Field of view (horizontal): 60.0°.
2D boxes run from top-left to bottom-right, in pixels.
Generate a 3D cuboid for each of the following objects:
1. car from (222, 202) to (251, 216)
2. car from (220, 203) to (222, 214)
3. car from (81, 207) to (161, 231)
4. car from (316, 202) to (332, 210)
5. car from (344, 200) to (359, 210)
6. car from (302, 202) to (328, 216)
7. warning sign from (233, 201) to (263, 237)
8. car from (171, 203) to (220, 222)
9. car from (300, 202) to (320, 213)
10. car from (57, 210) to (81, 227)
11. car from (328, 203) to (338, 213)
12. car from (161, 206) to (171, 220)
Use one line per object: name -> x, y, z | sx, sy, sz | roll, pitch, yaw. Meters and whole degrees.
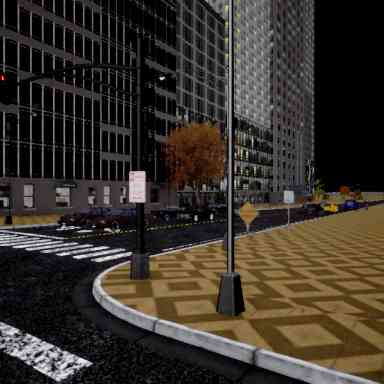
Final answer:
car -> 5.880, 2.036, 40.273 | 2.097, 1.767, 4.553 | 0, -1, 33
car -> 3.076, 2.170, 41.922 | 2.128, 1.511, 4.902 | 0, -1, 33
car -> -4.868, 1.877, 23.622 | 2.033, 1.411, 5.357 | 0, -1, 33
car -> 25.772, 2.731, 64.789 | 2.128, 1.511, 4.902 | 0, -1, 33
car -> 31.497, 2.539, 65.754 | 2.150, 2.045, 5.566 | 0, -1, 33
car -> 16.301, 2.355, 44.199 | 1.837, 1.490, 4.892 | 0, -1, 33
warning sign -> 3.127, 1.455, 18.551 | 1.300, 1.860, 1.060 | 1, 1, 33
car -> 0.410, 2.009, 31.809 | 1.837, 1.490, 4.892 | 0, -1, 33
car -> 19.623, 2.535, 55.251 | 2.128, 1.511, 4.902 | 0, -1, 33
car -> -7.520, 1.876, 25.506 | 2.033, 1.411, 5.357 | 0, -1, 33
car -> 21.899, 2.512, 52.965 | 1.882, 1.535, 5.008 | 0, -1, 33
car -> -2.323, 2.101, 33.566 | 1.895, 1.301, 4.718 | 0, -1, 33
